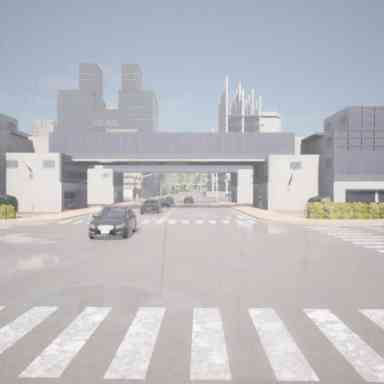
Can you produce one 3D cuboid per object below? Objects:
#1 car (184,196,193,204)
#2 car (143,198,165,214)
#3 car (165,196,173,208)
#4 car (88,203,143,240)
[{"bbox_3d":[-0.660,1.539,66.657,1.882,1.535,5.008,0,0,0],"label":"car"},{"bbox_3d":[-4.308,1.545,35.439,1.837,1.490,4.892,0,0,0],"label":"car"},{"bbox_3d":[-4.310,1.576,49.985,1.812,1.442,4.674,0,0,0],"label":"car"},{"bbox_3d":[-4.001,1.520,17.347,2.128,1.511,4.902,0,0,-3],"label":"car"}]
